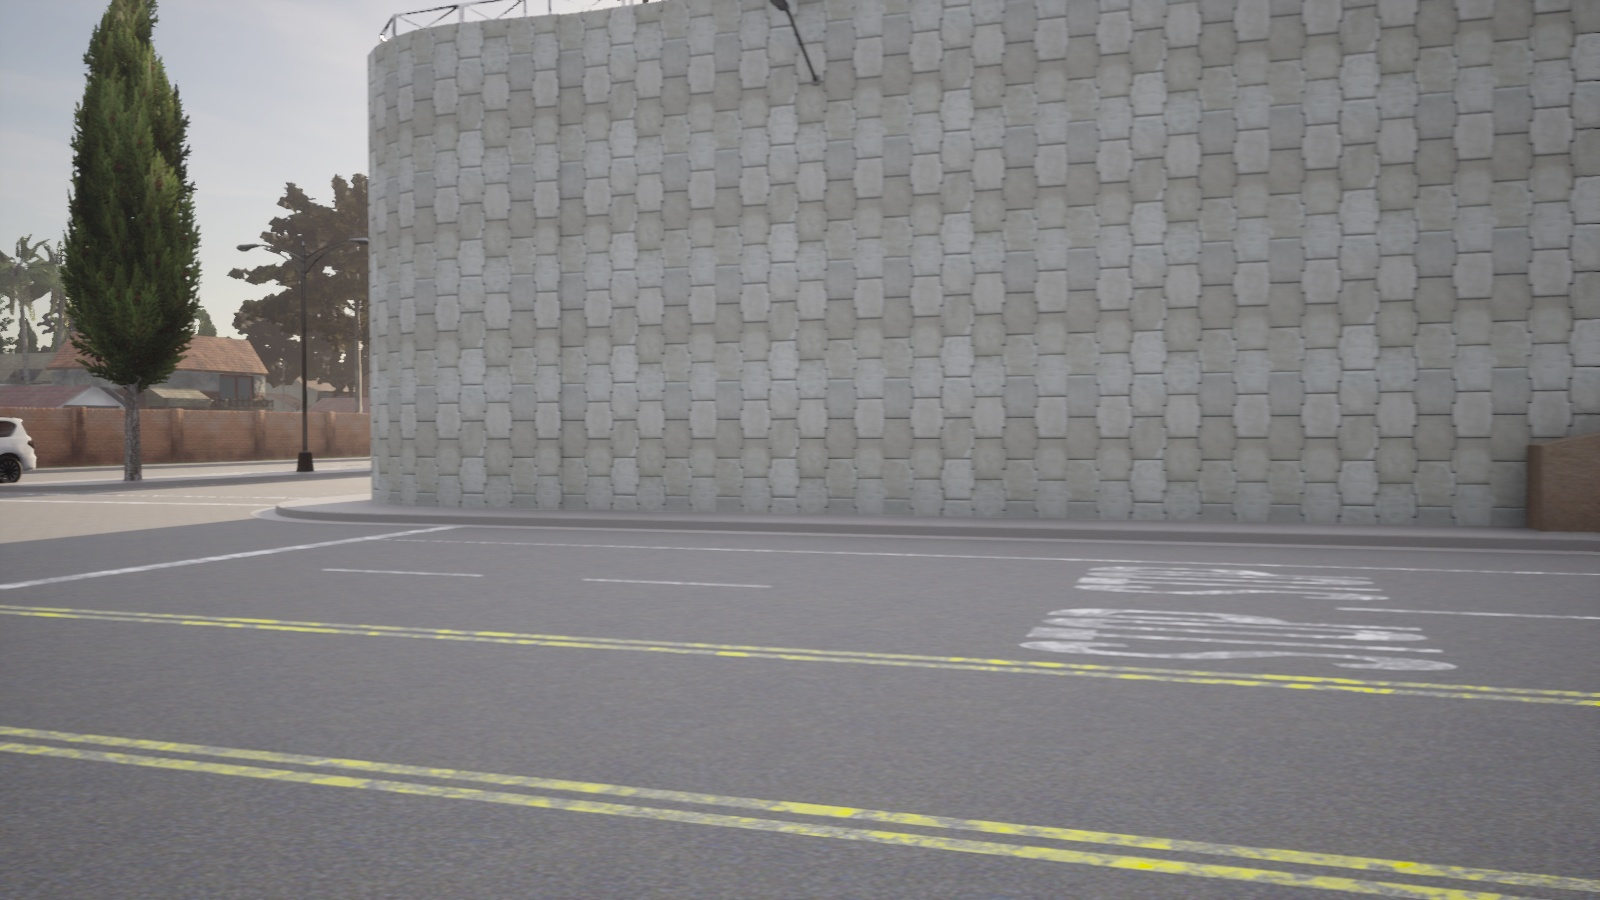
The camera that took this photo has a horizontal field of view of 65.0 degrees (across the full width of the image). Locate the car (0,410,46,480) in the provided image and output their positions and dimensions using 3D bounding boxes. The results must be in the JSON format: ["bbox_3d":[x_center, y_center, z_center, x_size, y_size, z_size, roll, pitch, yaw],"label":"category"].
[{"bbox_3d":[-24.755,-0.124,35.779,2.150,2.045,5.566,1,1,18],"label":"car"}]
